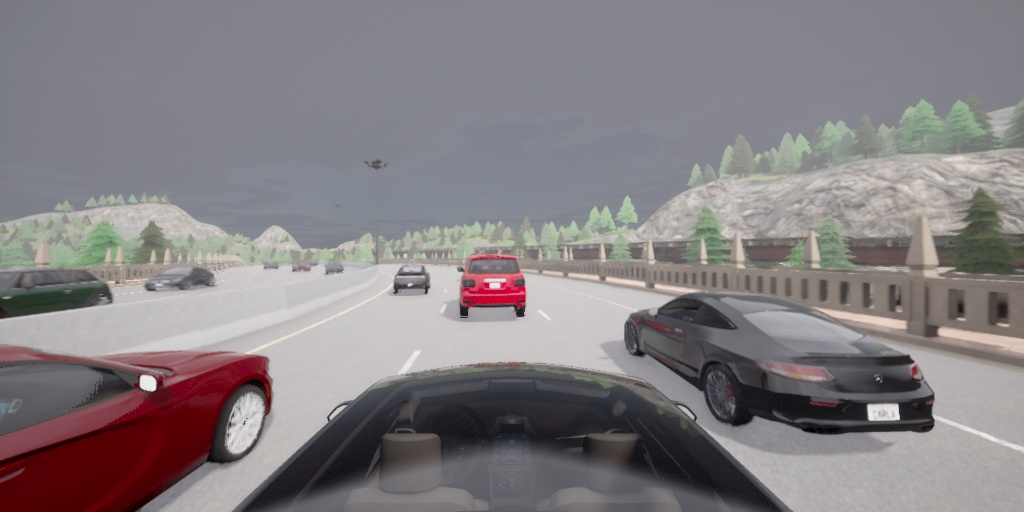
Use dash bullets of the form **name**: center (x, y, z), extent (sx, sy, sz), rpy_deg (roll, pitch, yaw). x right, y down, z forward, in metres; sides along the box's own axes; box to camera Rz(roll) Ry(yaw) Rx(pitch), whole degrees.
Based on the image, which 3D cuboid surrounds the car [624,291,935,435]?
- **car**: center (3.313, 1.268, 5.588), extent (1.812, 1.442, 4.674), rpy_deg (0, 0, -2)

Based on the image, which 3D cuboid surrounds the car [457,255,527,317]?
- **car**: center (-0.841, 0.981, 13.386), extent (2.150, 2.045, 5.566), rpy_deg (0, 0, -7)

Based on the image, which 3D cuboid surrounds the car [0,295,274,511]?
- **car**: center (-3.545, 1.237, 1.925), extent (1.882, 1.535, 5.008), rpy_deg (0, 0, 0)

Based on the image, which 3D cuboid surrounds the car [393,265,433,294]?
- **car**: center (-5.646, 1.276, 20.598), extent (2.128, 1.511, 4.902), rpy_deg (0, 0, -11)

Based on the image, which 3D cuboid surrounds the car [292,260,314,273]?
- **car**: center (-28.687, 1.313, 48.906), extent (2.097, 1.767, 4.553), rpy_deg (0, 0, -32)

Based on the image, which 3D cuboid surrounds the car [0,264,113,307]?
- **car**: center (-14.832, 1.160, 10.559), extent (2.097, 1.767, 4.553), rpy_deg (0, 0, -7)

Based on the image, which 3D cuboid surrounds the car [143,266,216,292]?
- **car**: center (-20.689, 1.389, 22.630), extent (1.812, 1.442, 4.674), rpy_deg (0, 0, -16)

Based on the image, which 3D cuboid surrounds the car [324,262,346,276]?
- **car**: center (-19.953, 1.392, 40.460), extent (1.837, 1.490, 4.892), rpy_deg (0, -1, -26)
